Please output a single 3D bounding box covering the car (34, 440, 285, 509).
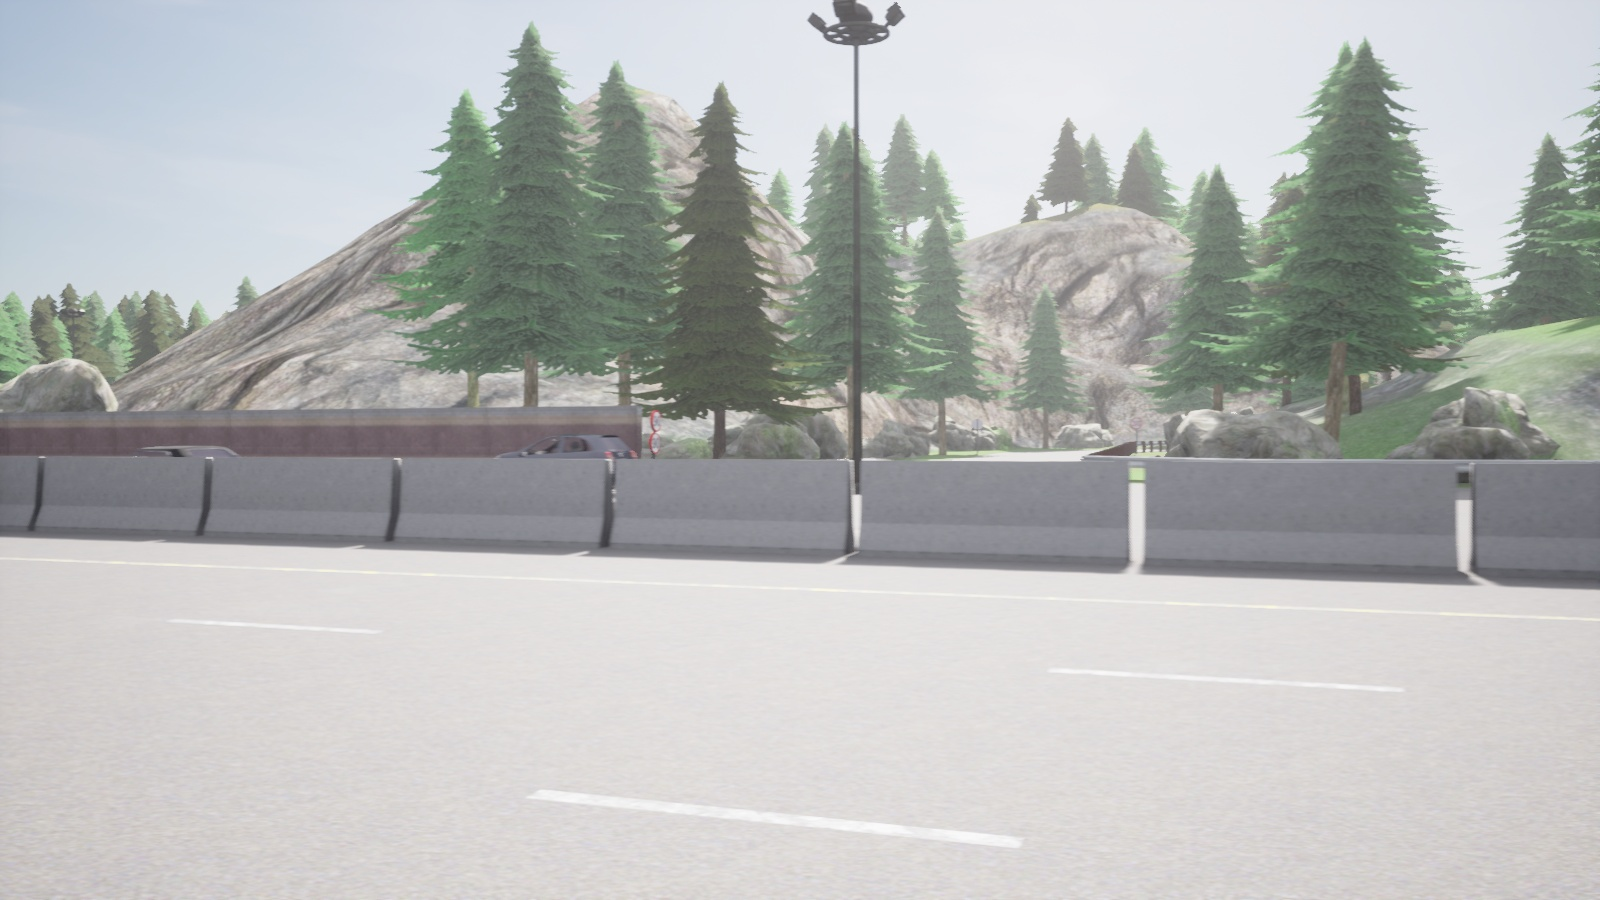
[{"bbox_3d":[-13.309,0.463,26.136,4.718,1.301,1.895,1,1,19],"label":"car"}]

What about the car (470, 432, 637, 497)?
[{"bbox_3d":[-6.084,0.325,31.088,3.633,1.501,1.845,1,1,19],"label":"car"}]
